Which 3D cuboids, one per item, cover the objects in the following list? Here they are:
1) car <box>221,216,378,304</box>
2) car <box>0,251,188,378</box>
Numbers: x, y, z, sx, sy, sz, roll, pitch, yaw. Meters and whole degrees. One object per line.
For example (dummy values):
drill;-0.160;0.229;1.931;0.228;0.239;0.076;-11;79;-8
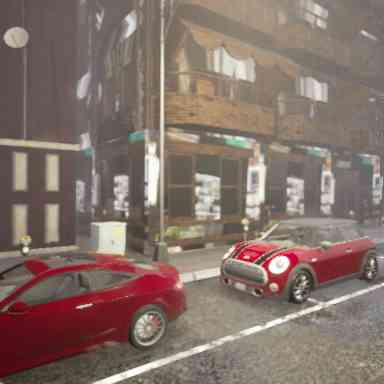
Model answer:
car;2.617;1.389;7.951;4.097;1.590;1.967;-1;1;-35
car;-2.000;1.575;4.661;4.206;1.307;1.802;-1;1;-35
